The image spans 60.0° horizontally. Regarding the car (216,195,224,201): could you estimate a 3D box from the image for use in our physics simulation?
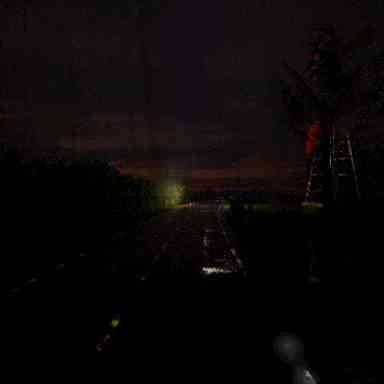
[{"bbox_3d":[7.838,1.627,92.119,1.812,1.442,4.674,0,0,11],"label":"car"}]

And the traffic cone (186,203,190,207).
[{"bbox_3d":[-0.882,2.009,51.925,0.340,0.580,0.340,0,0,6],"label":"traffic cone"}]
